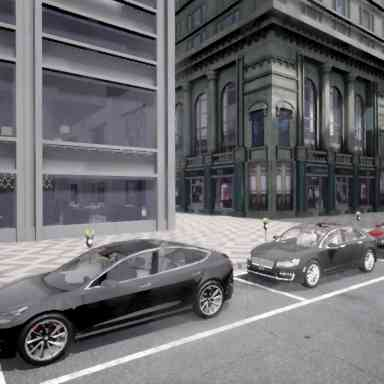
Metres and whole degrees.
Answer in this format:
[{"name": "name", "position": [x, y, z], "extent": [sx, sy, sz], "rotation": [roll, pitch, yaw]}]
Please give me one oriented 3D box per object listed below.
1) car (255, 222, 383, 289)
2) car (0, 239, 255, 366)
[{"name": "car", "position": [3.403, 1.551, 9.101], "extent": [4.403, 1.369, 2.008], "rotation": [0, 0, -36]}, {"name": "car", "position": [-1.178, 1.566, 5.818], "extent": [4.313, 1.339, 1.947], "rotation": [0, 0, -36]}]
